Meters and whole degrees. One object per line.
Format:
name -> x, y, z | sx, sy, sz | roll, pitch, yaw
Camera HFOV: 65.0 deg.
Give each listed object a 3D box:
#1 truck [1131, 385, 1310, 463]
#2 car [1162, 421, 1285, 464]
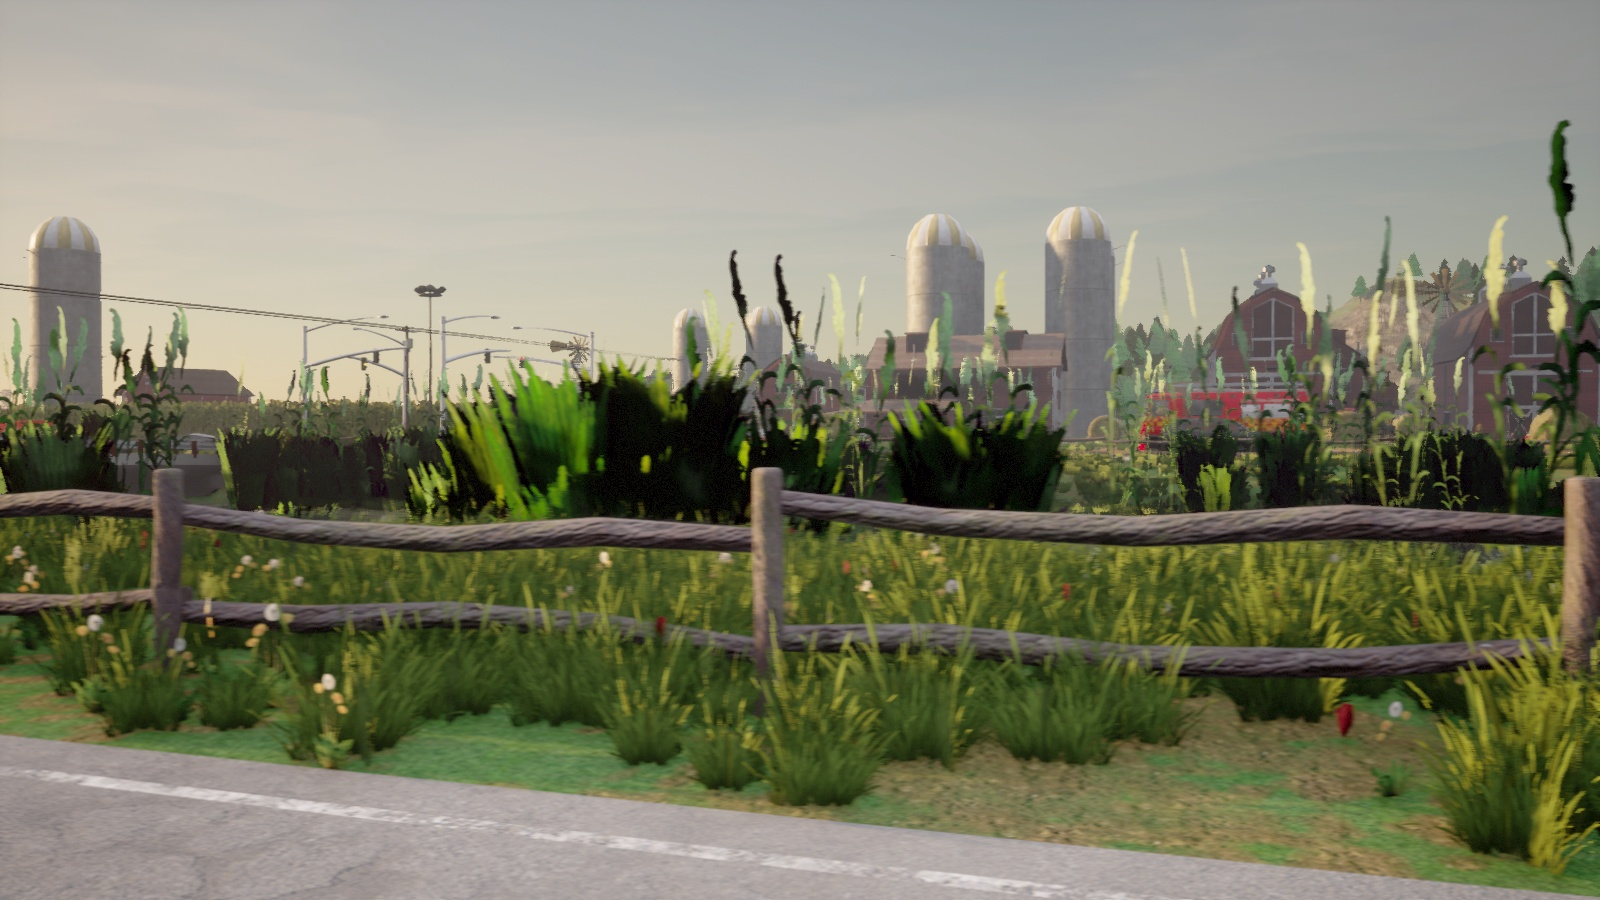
truck -> 21.474, -1.320, 64.389 | 8.468, 3.827, 2.891 | 1, 1, 19
car -> 20.546, -0.386, 61.018 | 5.566, 2.045, 2.150 | 1, 1, 19
